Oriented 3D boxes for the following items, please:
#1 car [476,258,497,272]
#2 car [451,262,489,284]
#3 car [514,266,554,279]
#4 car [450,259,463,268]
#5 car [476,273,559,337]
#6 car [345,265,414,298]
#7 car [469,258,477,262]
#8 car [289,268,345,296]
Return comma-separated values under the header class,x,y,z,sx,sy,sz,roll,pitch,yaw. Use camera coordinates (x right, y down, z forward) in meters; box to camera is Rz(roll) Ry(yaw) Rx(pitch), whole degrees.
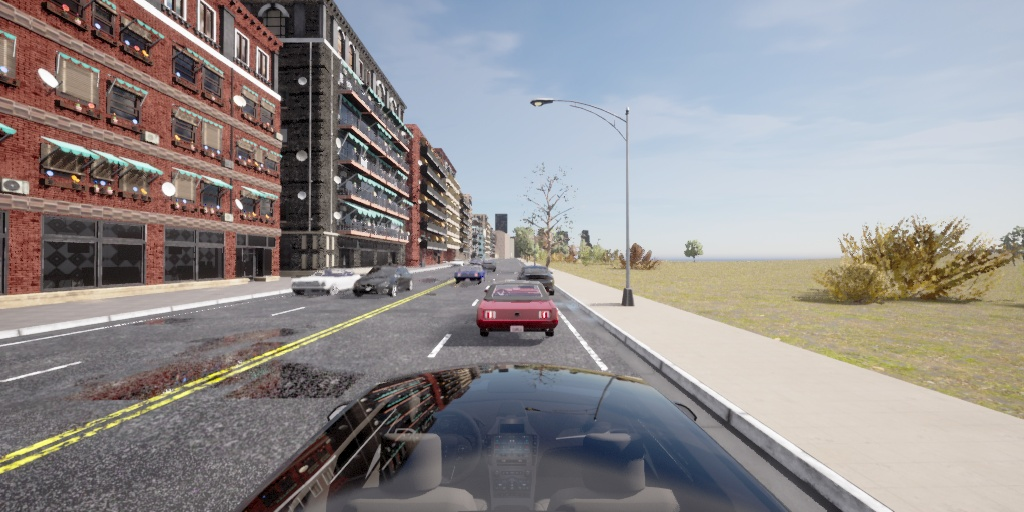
class,x,y,z,sx,sy,sz,roll,pitch,yaw
car,-2.978,1.242,45.959,2.128,1.511,4.902,0,0,0
car,-3.052,1.353,27.070,1.895,1.301,4.718,0,0,0
car,1.205,1.257,19.478,1.837,1.490,4.892,0,0,0
car,-9.574,1.275,62.667,1.812,1.442,4.674,0,0,1
car,0.131,1.352,10.277,1.895,1.301,4.718,0,0,0
car,-6.536,1.257,18.713,1.837,1.490,4.892,0,0,0
car,-6.334,1.101,61.968,2.097,1.767,4.553,0,0,1
car,-9.782,1.353,19.411,1.895,1.301,4.718,0,0,0
